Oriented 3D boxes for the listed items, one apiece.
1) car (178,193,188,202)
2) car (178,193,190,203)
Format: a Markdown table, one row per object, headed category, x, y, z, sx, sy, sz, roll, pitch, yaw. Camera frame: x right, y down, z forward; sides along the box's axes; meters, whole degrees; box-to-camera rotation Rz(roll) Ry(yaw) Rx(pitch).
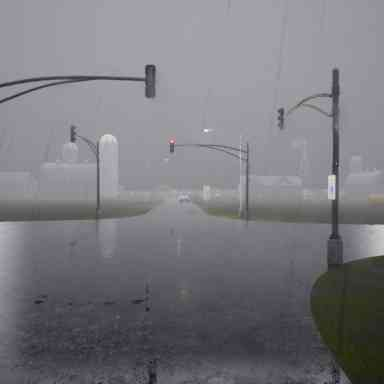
| category | x | y | z | sx | sy | sz | roll | pitch | yaw |
| --- | --- | --- | --- | --- | --- | --- | --- | --- | --- |
| car | -2.113 | 1.189 | 79.966 | 2.150 | 2.045 | 5.566 | 0 | 0 | -4 |
| car | -1.526 | 1.553 | 69.932 | 1.812 | 1.442 | 4.674 | 0 | 0 | -3 |
